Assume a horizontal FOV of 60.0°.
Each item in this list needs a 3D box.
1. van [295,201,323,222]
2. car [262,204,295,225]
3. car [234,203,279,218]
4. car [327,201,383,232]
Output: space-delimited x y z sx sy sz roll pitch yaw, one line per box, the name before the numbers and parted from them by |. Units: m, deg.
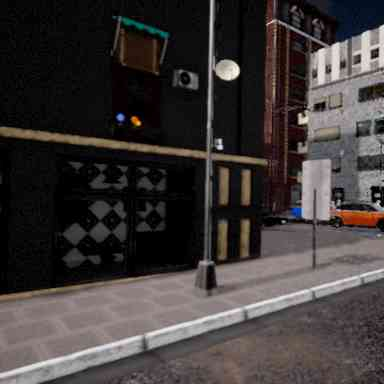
van | 10.891 1.677 29.895 1.690 1.788 3.998 1 -1 -36
car | 4.918 1.659 24.272 1.947 1.339 4.313 1 -1 -36
car | 6.773 1.927 35.446 1.752 1.417 4.829 1 -1 -36
car | 10.962 1.455 20.583 2.097 1.767 4.553 2 -2 -36
